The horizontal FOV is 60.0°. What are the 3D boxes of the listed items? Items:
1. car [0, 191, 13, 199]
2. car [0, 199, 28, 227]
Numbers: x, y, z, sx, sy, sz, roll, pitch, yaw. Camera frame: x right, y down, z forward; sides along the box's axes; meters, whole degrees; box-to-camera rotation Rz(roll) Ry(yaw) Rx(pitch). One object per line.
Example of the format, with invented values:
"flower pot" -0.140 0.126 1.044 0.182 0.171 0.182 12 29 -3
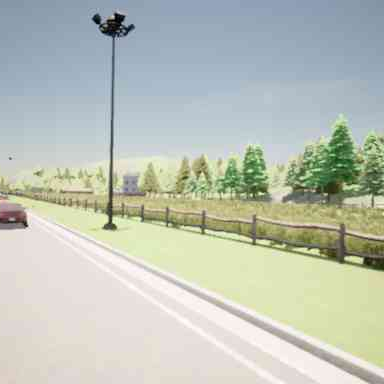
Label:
"car" -20.948 1.126 36.311 2.097 1.767 4.553 1 0 -32
"car" -11.661 1.404 21.311 1.812 1.442 4.674 1 0 -32
